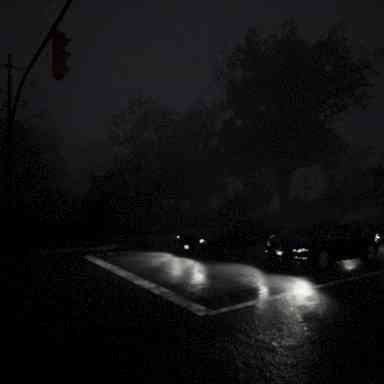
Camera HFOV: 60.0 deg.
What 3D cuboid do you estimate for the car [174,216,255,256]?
[{"bbox_3d":[1.870,1.712,13.965,5.357,1.411,2.033,2,-1,-39],"label":"car"}]

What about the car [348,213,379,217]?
[{"bbox_3d":[9.865,2.009,19.647,5.008,1.535,1.882,3,-2,-35],"label":"car"}]

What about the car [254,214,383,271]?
[{"bbox_3d":[4.662,1.697,11.625,4.892,1.490,1.837,2,-1,-35],"label":"car"}]
